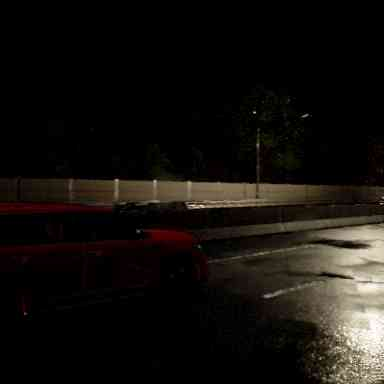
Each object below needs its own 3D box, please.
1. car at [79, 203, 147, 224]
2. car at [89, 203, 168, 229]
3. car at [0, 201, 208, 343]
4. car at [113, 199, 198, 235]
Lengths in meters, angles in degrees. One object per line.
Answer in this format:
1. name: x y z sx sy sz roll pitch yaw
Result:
1. car: -6.003 1.601 25.431 4.718 1.301 1.895 0 0 -35
2. car: -4.223 1.506 22.404 4.892 1.490 1.837 0 0 -35
3. car: -2.301 1.221 6.405 5.566 2.045 2.150 0 0 -36
4. car: -2.087 1.352 19.628 4.553 1.767 2.097 0 0 -35
